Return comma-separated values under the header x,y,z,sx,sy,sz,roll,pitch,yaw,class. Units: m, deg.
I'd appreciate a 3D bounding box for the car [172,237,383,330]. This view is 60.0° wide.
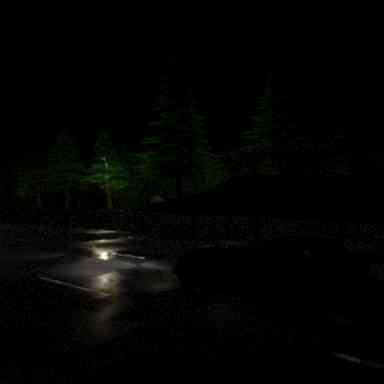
x,y,z,sx,sy,sz,roll,pitch,yaw,class
1.894,1.611,6.940,4.718,1.301,1.895,0,0,35,car
